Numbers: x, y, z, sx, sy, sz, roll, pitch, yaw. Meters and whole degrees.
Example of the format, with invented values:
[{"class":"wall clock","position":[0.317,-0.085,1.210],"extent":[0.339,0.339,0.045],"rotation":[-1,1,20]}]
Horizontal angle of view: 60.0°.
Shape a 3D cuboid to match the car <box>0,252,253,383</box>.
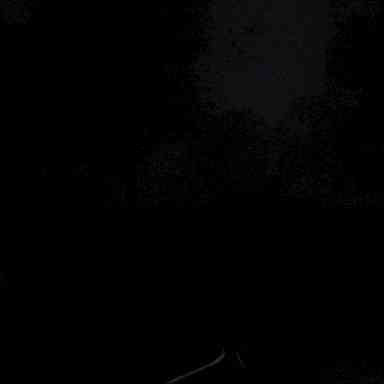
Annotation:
[{"class":"car","position":[-1.755,1.343,1.750],"extent":[4.553,1.767,2.097],"rotation":[0,0,-35]}]
